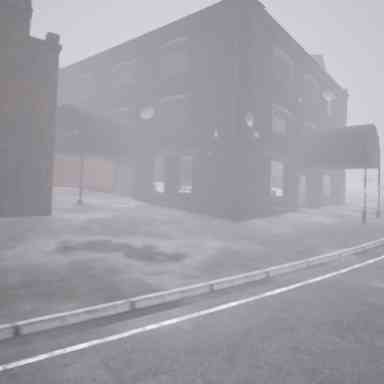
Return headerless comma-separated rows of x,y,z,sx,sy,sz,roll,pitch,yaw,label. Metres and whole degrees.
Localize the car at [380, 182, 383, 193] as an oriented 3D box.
36.952,-0.801,62.217,2.150,2.045,5.566,2,4,13,car
